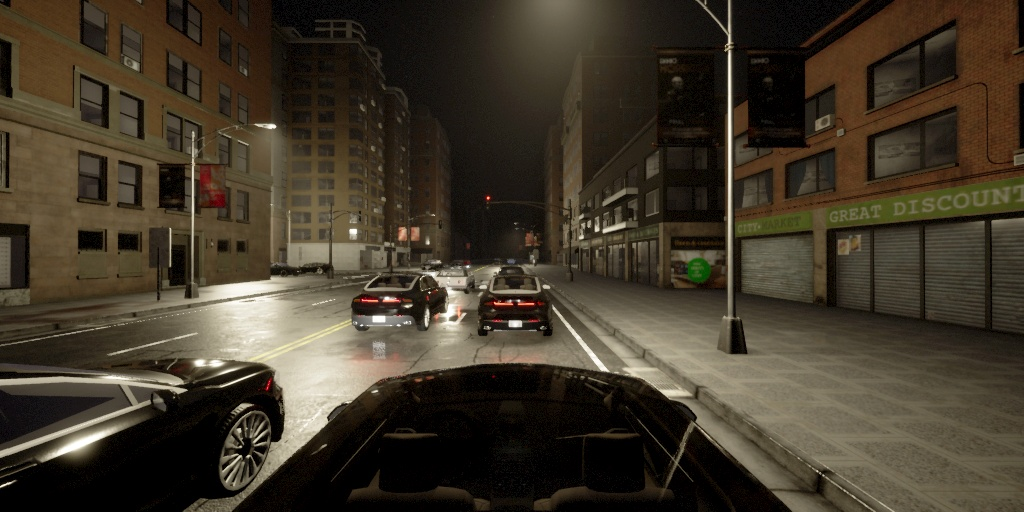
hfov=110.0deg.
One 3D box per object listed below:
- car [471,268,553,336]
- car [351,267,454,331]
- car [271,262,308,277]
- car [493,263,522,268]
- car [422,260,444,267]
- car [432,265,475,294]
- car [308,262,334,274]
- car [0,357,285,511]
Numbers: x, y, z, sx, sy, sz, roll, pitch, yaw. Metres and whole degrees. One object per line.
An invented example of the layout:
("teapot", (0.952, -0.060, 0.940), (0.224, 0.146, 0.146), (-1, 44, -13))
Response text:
("car", (0.081, 1.256, 10.372), (1.837, 1.490, 4.892), (0, 0, 0))
("car", (-3.171, 1.256, 10.962), (1.837, 1.490, 4.892), (0, 0, 0))
("car", (-22.612, 1.316, 34.555), (4.181, 1.385, 1.994), (0, 0, 0))
("car", (-0.036, 1.278, 19.628), (1.812, 1.442, 4.674), (0, 0, 0))
("car", (-10.121, 1.257, 46.156), (2.128, 1.511, 4.902), (0, 0, 4))
("car", (-3.190, 1.354, 20.275), (1.895, 1.301, 4.718), (0, 0, 0))
("car", (-22.230, 1.347, 40.036), (4.313, 1.339, 1.948), (0, 0, 0))
("car", (-3.153, 1.242, 1.574), (2.128, 1.511, 4.902), (0, 0, 0))
